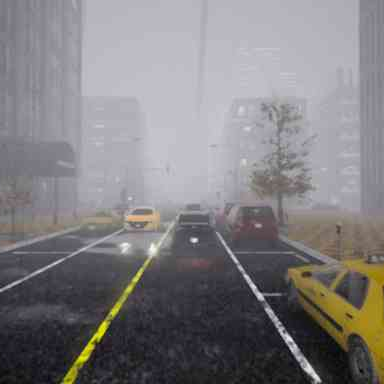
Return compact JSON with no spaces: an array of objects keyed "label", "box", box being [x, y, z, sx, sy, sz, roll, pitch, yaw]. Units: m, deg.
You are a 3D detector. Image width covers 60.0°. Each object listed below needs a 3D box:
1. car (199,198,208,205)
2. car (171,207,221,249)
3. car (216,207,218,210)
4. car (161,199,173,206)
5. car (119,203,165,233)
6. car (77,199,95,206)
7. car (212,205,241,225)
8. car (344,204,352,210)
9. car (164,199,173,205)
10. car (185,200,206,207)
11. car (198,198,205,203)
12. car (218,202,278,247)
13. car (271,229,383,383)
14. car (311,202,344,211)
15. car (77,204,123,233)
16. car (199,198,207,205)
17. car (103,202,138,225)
[{"label":"car","box":[2.689,2.282,76.070,1.887,1.381,4.507,1,-1,0]},{"label":"car","box":[0.093,1.651,15.284,1.837,1.490,4.892,0,-1,0]},{"label":"car","box":[2.697,1.523,21.478,2.192,1.841,5.009,1,-1,0]},{"label":"car","box":[-5.691,2.207,70.390,1.752,1.417,4.829,1,-1,0]},{"label":"car","box":[-3.102,1.686,21.569,1.882,1.535,5.008,0,-1,0]},{"label":"car","box":[-17.258,1.756,51.437,4.507,1.381,1.887,1,-2,0]},{"label":"car","box":[2.694,1.806,27.036,1.887,1.381,4.507,1,-1,0]},{"label":"car","box":[26.250,2.580,60.111,4.829,1.417,1.752,1,-2,0]},{"label":"car","box":[-5.693,2.336,81.606,1.887,1.381,4.507,1,-1,0]},{"label":"car","box":[0.092,1.803,30.944,1.837,1.490,4.892,0,-1,0]},{"label":"car","box":[2.686,2.482,92.639,1.802,1.307,4.206,1,-1,0]},{"label":"car","box":[2.698,1.469,15.919,2.192,1.841,5.009,1,-1,0]},{"label":"car","box":[2.698,1.574,4.969,1.752,1.417,4.829,1,-1,0]},{"label":"car","box":[20.841,2.249,51.761,4.097,1.590,1.967,1,-2,0]},{"label":"car","box":[-5.685,1.731,21.307,1.752,1.417,4.829,1,-1,0]},{"label":"car","box":[2.689,2.232,81.594,1.967,1.590,4.097,1,-1,0]},{"label":"car","box":[-5.685,1.701,27.037,1.967,1.590,4.097,1,-1,0]}]
